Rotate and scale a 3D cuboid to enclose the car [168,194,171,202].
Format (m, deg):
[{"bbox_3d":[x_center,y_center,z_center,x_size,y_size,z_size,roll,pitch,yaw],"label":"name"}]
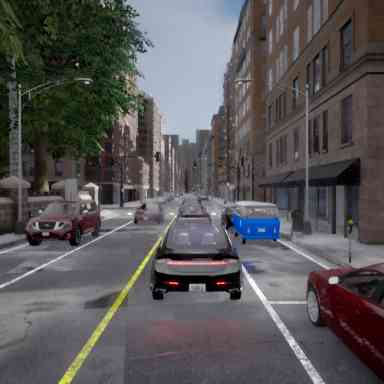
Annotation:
[{"bbox_3d":[-5.701,1.495,64.546,2.008,1.369,4.403,0,0,0],"label":"car"}]

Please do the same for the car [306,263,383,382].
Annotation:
[{"bbox_3d":[2.853,1.544,4.130,1.887,1.381,4.507,0,0,0],"label":"car"}]

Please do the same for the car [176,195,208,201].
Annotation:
[{"bbox_3d":[-0.015,1.334,27.710,2.097,1.767,4.553,0,0,0],"label":"car"}]

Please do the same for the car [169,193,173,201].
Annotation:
[{"bbox_3d":[-5.704,1.485,69.997,1.887,1.381,4.507,0,0,0],"label":"car"}]

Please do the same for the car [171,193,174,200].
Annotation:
[{"bbox_3d":[-5.706,1.483,75.448,1.887,1.381,4.507,0,0,0],"label":"car"}]

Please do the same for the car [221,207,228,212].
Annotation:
[{"bbox_3d":[2.845,1.555,21.111,1.947,1.339,4.313,0,0,0],"label":"car"}]

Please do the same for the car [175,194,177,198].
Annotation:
[{"bbox_3d":[-5.712,1.487,86.349,2.008,1.369,4.403,0,0,0],"label":"car"}]

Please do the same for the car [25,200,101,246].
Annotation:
[{"bbox_3d":[-5.678,1.308,15.407,2.192,1.841,5.009,0,0,0],"label":"car"}]

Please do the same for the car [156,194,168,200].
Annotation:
[{"bbox_3d":[-5.698,1.473,58.926,1.752,1.417,4.829,0,0,0],"label":"car"}]

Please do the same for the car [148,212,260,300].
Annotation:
[{"bbox_3d":[0.096,1.489,8.351,2.128,1.511,4.902,0,0,0],"label":"car"}]

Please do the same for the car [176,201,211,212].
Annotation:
[{"bbox_3d":[0.089,1.483,18.290,2.128,1.511,4.902,0,0,0],"label":"car"}]

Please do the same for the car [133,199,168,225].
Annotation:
[{"bbox_3d":[-3.027,1.512,24.259,1.812,1.442,4.674,0,0,0],"label":"car"}]

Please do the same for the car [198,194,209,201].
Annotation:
[{"bbox_3d":[2.818,1.379,75.488,1.967,1.590,4.097,0,0,0],"label":"car"}]

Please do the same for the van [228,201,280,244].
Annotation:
[{"bbox_3d":[2.847,1.335,15.451,1.690,1.788,3.998,0,0,0],"label":"van"}]
